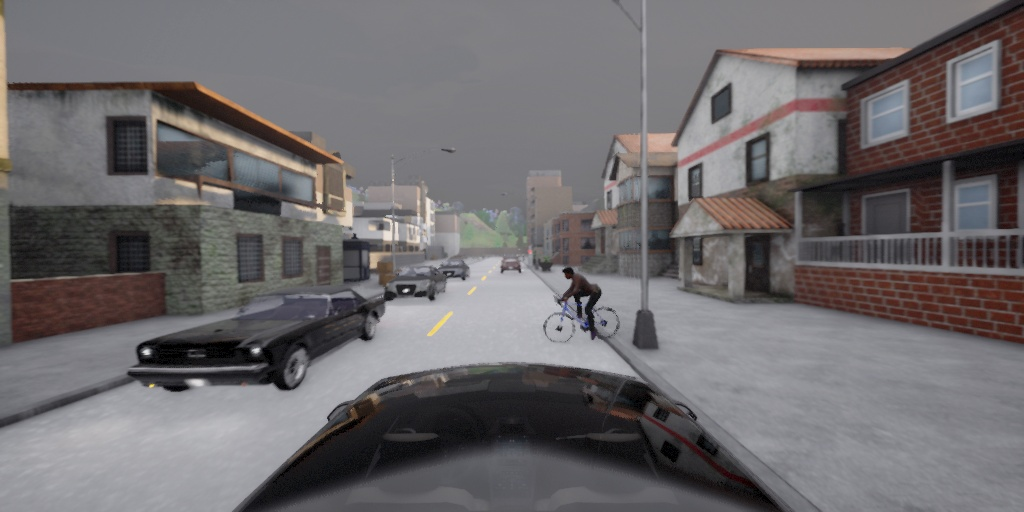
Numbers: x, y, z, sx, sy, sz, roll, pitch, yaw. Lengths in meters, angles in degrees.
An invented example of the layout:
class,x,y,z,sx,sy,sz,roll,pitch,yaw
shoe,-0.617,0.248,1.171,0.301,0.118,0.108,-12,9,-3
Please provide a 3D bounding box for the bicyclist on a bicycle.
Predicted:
class,x,y,z,sx,sy,sz,roll,pitch,yaw
bicyclist on a bicycle,1.445,1.039,7.710,1.656,1.620,0.582,-7,1,0

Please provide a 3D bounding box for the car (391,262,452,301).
class,x,y,z,sx,sy,sz,roll,pitch,yaw
car,-4.163,1.140,16.064,1.994,1.385,4.181,-1,1,0

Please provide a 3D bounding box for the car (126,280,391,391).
class,x,y,z,sx,sy,sz,roll,pitch,yaw
car,-4.123,1.314,6.886,1.895,1.301,4.718,-1,1,0

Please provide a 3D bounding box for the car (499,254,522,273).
class,x,y,z,sx,sy,sz,roll,pitch,yaw
car,-0.093,0.801,33.472,1.812,1.442,4.674,-1,1,0

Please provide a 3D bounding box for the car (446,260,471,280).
class,x,y,z,sx,sy,sz,roll,pitch,yaw
car,-4.186,0.991,26.027,1.994,1.385,4.181,-1,1,1
